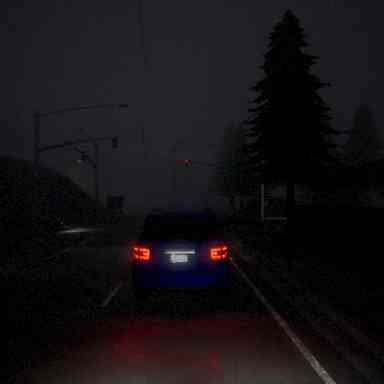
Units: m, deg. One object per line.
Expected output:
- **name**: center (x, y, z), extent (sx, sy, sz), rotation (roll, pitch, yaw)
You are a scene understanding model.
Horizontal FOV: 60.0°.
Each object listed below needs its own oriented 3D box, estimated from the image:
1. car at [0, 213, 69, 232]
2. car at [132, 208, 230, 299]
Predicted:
- **car**: center (-12.544, 2.353, 26.130), extent (5.357, 1.411, 2.033), rotation (0, -1, 0)
- **car**: center (-0.240, 1.439, 9.239), extent (2.150, 2.045, 5.566), rotation (0, -1, 0)
